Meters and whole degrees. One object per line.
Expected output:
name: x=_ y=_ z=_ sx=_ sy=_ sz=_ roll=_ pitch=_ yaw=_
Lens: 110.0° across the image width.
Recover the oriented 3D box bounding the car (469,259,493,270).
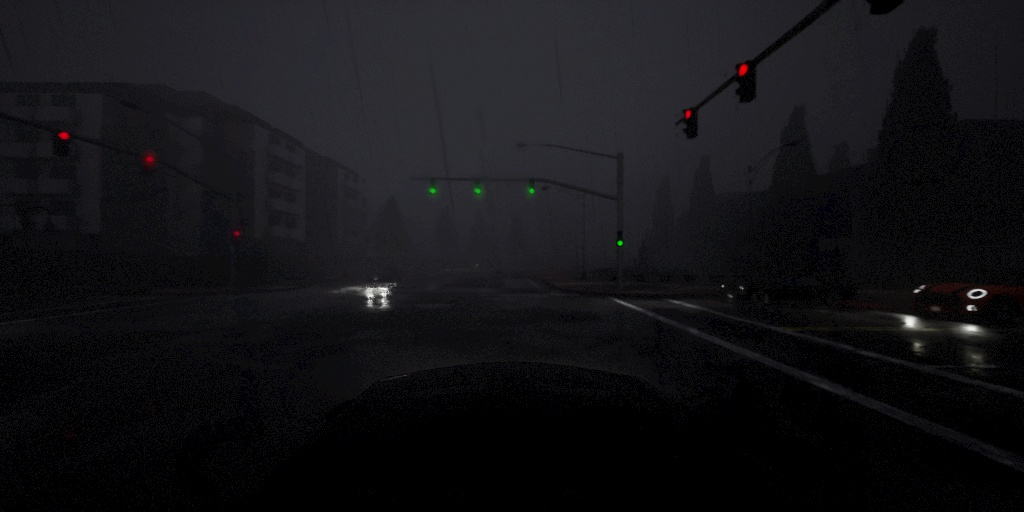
car: x=-5.195 y=1.358 z=60.464 sx=2.097 sy=1.767 sz=4.553 roll=0 pitch=-1 yaw=35

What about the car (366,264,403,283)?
car: x=-10.315 y=1.422 z=29.294 sx=2.128 sy=1.511 sz=4.902 roll=0 pitch=1 yaw=-3

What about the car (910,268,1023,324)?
car: x=16.191 y=1.166 z=11.787 sx=4.553 sy=1.767 sz=2.097 roll=0 pitch=0 yaw=1

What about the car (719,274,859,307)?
car: x=11.654 y=1.428 z=15.405 sx=4.718 sy=1.301 sz=1.895 roll=0 pitch=0 yaw=2
